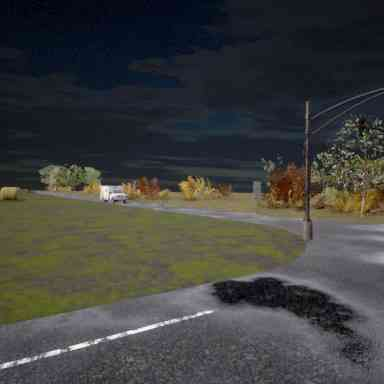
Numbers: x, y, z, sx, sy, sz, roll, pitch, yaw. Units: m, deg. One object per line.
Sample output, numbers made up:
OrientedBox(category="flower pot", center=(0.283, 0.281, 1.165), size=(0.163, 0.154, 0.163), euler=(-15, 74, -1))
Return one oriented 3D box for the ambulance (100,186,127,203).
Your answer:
OrientedBox(category="ambulance", center=(-11.822, 0.341, 50.096), size=(2.351, 2.431, 6.366), euler=(2, 0, -32))
